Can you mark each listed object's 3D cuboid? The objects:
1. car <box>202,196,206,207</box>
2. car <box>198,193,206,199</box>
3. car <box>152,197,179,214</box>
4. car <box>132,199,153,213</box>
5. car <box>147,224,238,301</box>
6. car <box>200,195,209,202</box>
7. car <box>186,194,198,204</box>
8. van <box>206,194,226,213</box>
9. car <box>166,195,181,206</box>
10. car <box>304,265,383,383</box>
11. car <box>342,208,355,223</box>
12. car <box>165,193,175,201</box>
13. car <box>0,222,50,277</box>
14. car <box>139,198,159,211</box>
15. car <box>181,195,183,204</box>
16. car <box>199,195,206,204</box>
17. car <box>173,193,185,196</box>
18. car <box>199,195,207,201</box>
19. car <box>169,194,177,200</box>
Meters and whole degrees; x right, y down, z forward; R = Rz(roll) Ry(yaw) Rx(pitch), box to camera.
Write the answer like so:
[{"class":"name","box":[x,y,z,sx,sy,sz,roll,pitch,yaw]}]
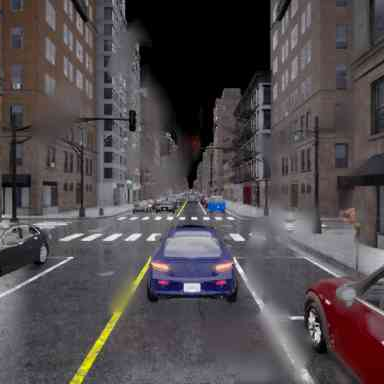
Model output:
[{"class":"car","box":[2.701,1.577,47.408,1.802,1.307,4.206,0,0,0]},{"class":"car","box":[2.725,1.301,64.453,2.192,1.841,5.009,0,0,0]},{"class":"car","box":[-2.801,1.560,35.940,1.994,1.385,4.181,0,0,0]},{"class":"car","box":[-5.340,1.547,36.048,2.008,1.369,4.403,0,0,0]},{"class":"car","box":[0.015,1.525,8.196,1.812,1.442,4.674,0,0,0]},{"class":"car","box":[2.740,1.417,75.815,1.967,1.590,4.097,0,0,0]},{"class":"car","box":[0.140,1.532,65.797,2.033,1.411,5.357,0,0,0]},{"class":"van","box":[2.685,1.337,36.046,1.690,1.788,3.998,0,0,0]},{"class":"car","box":[-2.789,1.500,44.794,1.837,1.490,4.892,0,0,0]},{"class":"car","box":[2.641,1.440,3.446,1.967,1.590,4.097,0,0,0]},{"class":"car","box":[13.297,1.439,23.899,4.553,1.767,2.097,0,0,1]},{"class":"car","box":[-5.277,1.287,81.503,2.192,1.841,5.009,0,0,0]},{"class":"car","box":[-5.377,1.550,8.967,2.008,1.369,4.403,0,0,0]},{"class":"car","box":[-5.332,1.540,41.730,1.887,1.381,4.507,0,0,0]},{"class":"car","box":[-2.759,1.556,54.722,1.994,1.385,4.181,0,0,1]},{"class":"car","box":[2.717,1.572,58.771,1.802,1.307,4.206,0,0,0]},{"class":"car","box":[-2.697,1.489,65.811,1.837,1.490,4.892,0,0,1]},{"class":"car","box":[2.756,1.518,87.177,2.008,1.369,4.403,0,0,0]},{"class":"car","box":[-5.261,1.403,92.867,1.967,1.590,4.097,0,0,0]}]
